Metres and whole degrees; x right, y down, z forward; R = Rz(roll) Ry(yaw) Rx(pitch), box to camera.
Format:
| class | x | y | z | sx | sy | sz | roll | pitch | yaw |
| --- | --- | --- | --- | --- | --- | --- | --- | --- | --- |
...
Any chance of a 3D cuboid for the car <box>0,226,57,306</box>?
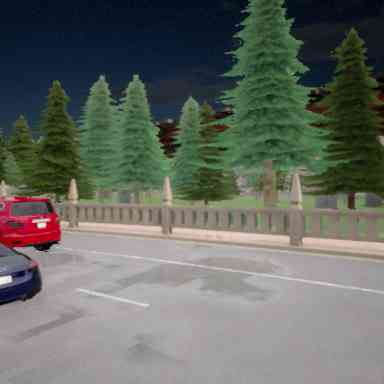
| class | x | y | z | sx | sy | sz | roll | pitch | yaw |
| --- | --- | --- | --- | --- | --- | --- | --- | --- | --- |
| car | -5.105 | 1.551 | 6.969 | 4.181 | 1.385 | 1.994 | 0 | 0 | 31 |

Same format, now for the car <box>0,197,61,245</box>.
| class | x | y | z | sx | sy | sz | roll | pitch | yaw |
| --- | --- | --- | --- | --- | --- | --- | --- | --- | --- |
| car | -7.336 | 1.197 | 12.286 | 5.566 | 2.045 | 2.150 | 0 | 0 | 28 |
